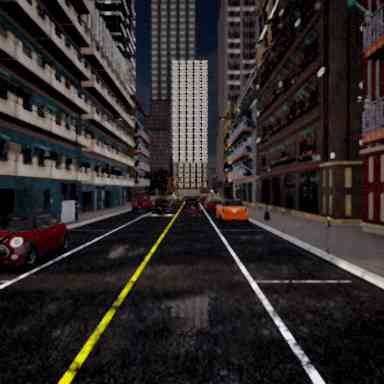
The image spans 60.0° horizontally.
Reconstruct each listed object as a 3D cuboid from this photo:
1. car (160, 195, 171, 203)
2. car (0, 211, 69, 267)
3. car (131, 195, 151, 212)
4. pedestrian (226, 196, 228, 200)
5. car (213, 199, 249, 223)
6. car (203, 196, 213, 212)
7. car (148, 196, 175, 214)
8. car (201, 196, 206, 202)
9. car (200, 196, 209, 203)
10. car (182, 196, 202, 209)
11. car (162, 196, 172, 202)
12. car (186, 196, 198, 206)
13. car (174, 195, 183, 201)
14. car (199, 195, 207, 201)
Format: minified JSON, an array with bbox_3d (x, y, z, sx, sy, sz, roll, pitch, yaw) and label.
[{"bbox_3d":[-5.735,1.439,71.893,1.967,1.590,4.097,-1,0,0],"label":"car"},{"bbox_3d":[-5.706,1.437,11.135,1.967,1.590,4.097,-1,0,0],"label":"car"},{"bbox_3d":[-5.721,1.310,38.752,2.192,1.841,5.009,-1,0,0],"label":"car"},{"bbox_3d":[2.985,1.289,28.268,0.375,1.860,0.375,-1,1,0],"label":"pedestrian"},{"bbox_3d":[2.987,1.347,25.470,2.097,1.767,4.553,0,0,0],"label":"car"},{"bbox_3d":[2.663,1.540,38.742,1.887,1.381,4.507,-1,0,0],"label":"car"},{"bbox_3d":[-3.113,1.500,35.111,1.837,1.490,4.892,0,0,0],"label":"car"},{"bbox_3d":[2.660,1.546,44.266,2.008,1.369,4.403,-1,0,0],"label":"car"},{"bbox_3d":[2.647,1.544,71.883,1.887,1.381,4.507,-1,0,0],"label":"car"},{"bbox_3d":[0.029,1.502,45.039,1.837,1.490,4.892,0,0,0],"label":"car"},{"bbox_3d":[-5.737,1.545,77.417,1.887,1.381,4.507,-1,0,0],"label":"car"},{"bbox_3d":[-0.029,1.474,56.388,1.882,1.535,5.008,0,0,0],"label":"car"},{"bbox_3d":[-3.038,1.408,76.023,1.882,1.535,5.008,0,0,0],"label":"car"},{"bbox_3d":[2.641,1.527,83.100,1.752,1.417,4.829,-1,0,0],"label":"car"}]
